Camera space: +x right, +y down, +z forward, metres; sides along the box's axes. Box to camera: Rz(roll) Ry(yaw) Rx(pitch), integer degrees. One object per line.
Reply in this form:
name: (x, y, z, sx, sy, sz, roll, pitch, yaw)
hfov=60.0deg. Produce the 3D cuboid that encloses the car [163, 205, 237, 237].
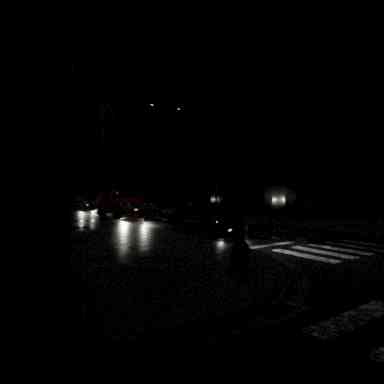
car: (0.458, 1.375, 16.842, 1.895, 1.301, 4.718, 0, 1, -35)

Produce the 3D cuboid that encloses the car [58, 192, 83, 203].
car: (-17.268, 0.710, 47.082, 2.033, 1.411, 5.357, 0, 1, -35)

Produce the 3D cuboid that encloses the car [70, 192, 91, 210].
car: (-11.355, 0.929, 33.601, 2.128, 1.511, 4.902, 0, 1, -35)

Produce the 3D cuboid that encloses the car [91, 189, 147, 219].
car: (-5.462, 0.832, 25.237, 2.150, 2.045, 5.566, 0, 1, -35)
